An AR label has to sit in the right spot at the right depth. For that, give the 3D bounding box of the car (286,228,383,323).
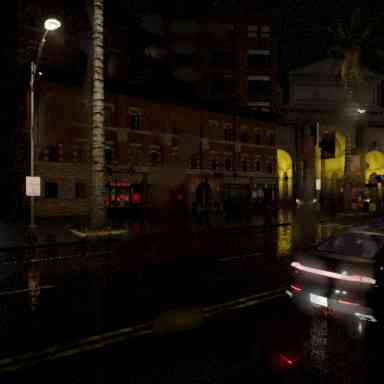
[{"bbox_3d":[3.982,1.492,6.652,4.902,1.511,2.128,0,0,-35],"label":"car"}]
